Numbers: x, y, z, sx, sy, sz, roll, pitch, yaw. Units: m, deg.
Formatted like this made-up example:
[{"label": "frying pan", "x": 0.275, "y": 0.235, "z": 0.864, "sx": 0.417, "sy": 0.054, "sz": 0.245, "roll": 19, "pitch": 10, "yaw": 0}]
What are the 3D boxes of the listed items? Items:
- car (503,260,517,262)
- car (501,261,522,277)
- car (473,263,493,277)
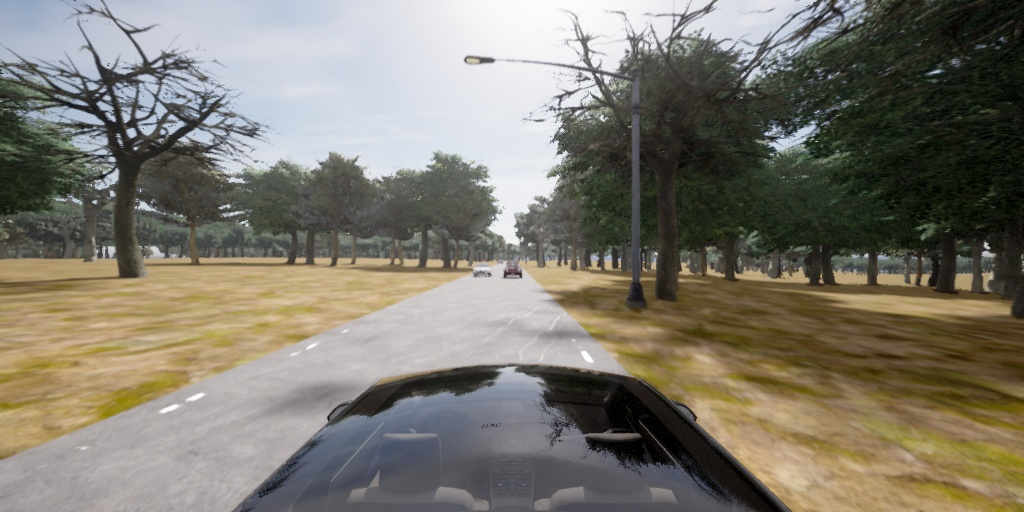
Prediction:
[{"label": "car", "x": 0.104, "y": 1.387, "z": 55.648, "sx": 2.097, "sy": 1.767, "sz": 4.553, "roll": 0, "pitch": 0, "yaw": 0}, {"label": "car", "x": 0.109, "y": 1.530, "z": 37.874, "sx": 1.895, "sy": 1.301, "sz": 4.718, "roll": 0, "pitch": 0, "yaw": 0}, {"label": "car", "x": -3.088, "y": 1.456, "z": 38.229, "sx": 1.812, "sy": 1.442, "sz": 4.674, "roll": 0, "pitch": -1, "yaw": 0}]
